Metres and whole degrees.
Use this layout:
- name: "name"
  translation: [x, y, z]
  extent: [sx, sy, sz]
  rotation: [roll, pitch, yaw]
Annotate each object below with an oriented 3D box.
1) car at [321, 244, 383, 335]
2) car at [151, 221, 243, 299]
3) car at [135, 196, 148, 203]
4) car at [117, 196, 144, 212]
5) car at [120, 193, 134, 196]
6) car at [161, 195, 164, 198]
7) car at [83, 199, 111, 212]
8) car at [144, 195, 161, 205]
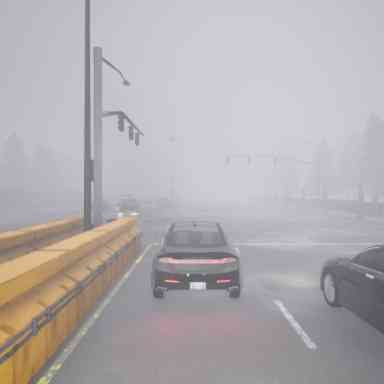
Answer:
- name: "car"
  translation: [3.597, 1.503, 5.051]
  extent: [1.837, 1.490, 4.892]
  rotation: [0, 0, 0]
- name: "car"
  translation: [0.078, 1.490, 8.463]
  extent: [2.128, 1.511, 4.902]
  rotation: [0, 0, -1]
- name: "car"
  translation: [-10.552, 1.527, 69.609]
  extent: [2.033, 1.411, 5.357]
  rotation: [0, 0, 0]
- name: "car"
  translation: [-7.124, 1.499, 38.226]
  extent: [1.837, 1.490, 4.892]
  rotation: [0, 0, 0]
- name: "car"
  translation: [-10.619, 1.211, 53.913]
  extent: [2.150, 2.045, 5.566]
  rotation: [0, 0, 0]
- name: "car"
  translation: [-7.052, 1.342, 69.515]
  extent: [2.097, 1.767, 4.553]
  rotation: [0, 0, 0]
- name: "car"
  translation: [-10.625, 1.541, 37.700]
  extent: [2.033, 1.411, 5.357]
  rotation: [0, 0, 0]
- name: "car"
  translation: [-7.106, 1.340, 57.655]
  extent: [2.097, 1.767, 4.553]
  rotation: [0, 0, 0]
